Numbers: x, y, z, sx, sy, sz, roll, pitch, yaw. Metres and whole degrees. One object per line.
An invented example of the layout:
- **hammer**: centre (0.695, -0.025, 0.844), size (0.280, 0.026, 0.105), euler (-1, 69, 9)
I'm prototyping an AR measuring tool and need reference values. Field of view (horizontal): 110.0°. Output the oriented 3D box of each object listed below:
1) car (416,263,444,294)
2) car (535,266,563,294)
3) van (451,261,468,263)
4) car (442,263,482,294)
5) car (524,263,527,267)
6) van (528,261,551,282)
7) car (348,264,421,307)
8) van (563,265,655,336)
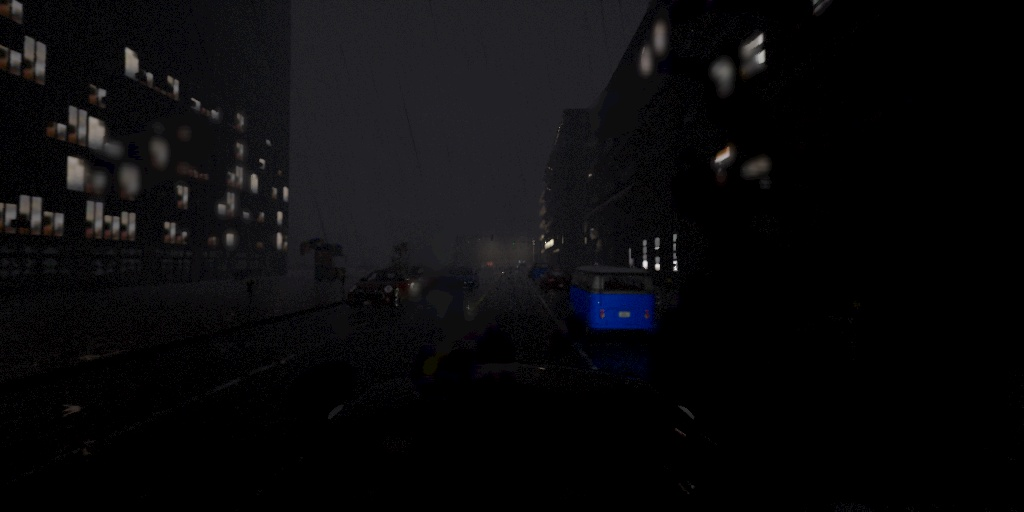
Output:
- **car**: centre (-5.676, 1.387, 21.680), size (1.967, 1.591, 4.097), euler (0, 0, 0)
- **car**: centre (2.673, 1.493, 21.721), size (1.888, 1.381, 4.507), euler (0, 0, 0)
- **van**: centre (-5.694, 1.447, 38.616), size (1.690, 1.789, 3.998), euler (0, 0, 0)
- **car**: centre (-3.121, 1.432, 22.376), size (1.882, 1.535, 5.008), euler (0, -1, 0)
- **car**: centre (2.654, 1.672, 38.658), size (1.948, 1.339, 4.313), euler (0, 0, 0)
- **van**: centre (2.661, 1.395, 33.012), size (1.690, 1.789, 3.998), euler (0, 0, 0)
- **car**: centre (-5.675, 1.333, 16.034), size (1.967, 1.591, 4.097), euler (0, 0, 0)
- **van**: centre (2.684, 1.178, 10.427), size (1.690, 1.789, 3.998), euler (0, 0, 0)
